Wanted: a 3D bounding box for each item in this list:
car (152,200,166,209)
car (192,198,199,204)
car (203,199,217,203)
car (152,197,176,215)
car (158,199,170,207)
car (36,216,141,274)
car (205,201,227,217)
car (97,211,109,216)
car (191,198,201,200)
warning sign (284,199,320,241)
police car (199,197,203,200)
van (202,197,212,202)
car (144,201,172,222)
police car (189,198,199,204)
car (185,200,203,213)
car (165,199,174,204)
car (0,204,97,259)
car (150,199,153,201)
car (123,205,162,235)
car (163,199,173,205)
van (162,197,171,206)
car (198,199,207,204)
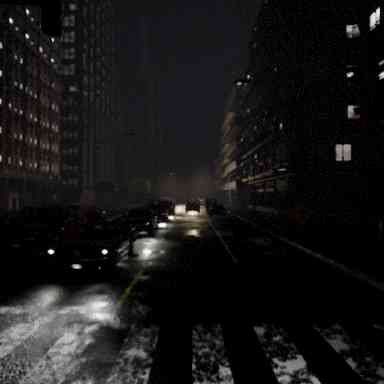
[{"bbox_3d":[-5.697,2.130,57.421,2.008,1.369,4.403,0,-1,0],"label":"car"},{"bbox_3d":[0.894,2.478,91.364,1.812,1.442,4.674,0,-1,0],"label":"car"},{"bbox_3d":[2.686,1.931,41.023,1.752,1.417,4.829,0,-1,0],"label":"car"},{"bbox_3d":[-3.046,1.738,39.102,2.097,1.767,4.553,0,-1,0],"label":"car"},{"bbox_3d":[-5.698,2.249,68.466,2.008,1.369,4.403,0,-1,0],"label":"car"},{"bbox_3d":[-3.090,1.709,11.090,1.895,1.301,4.718,0,-1,-1],"label":"car"},{"bbox_3d":[2.686,1.914,35.330,1.947,1.339,4.313,0,-1,0],"label":"car"},{"bbox_3d":[-5.694,1.750,18.763,1.947,1.339,4.313,0,-1,0],"label":"car"},{"bbox_3d":[-0.004,2.092,52.697,1.994,1.385,4.181,0,-1,0],"label":"car"},{"bbox_3d":[5.067,1.266,15.370,1.300,1.860,1.060,0,-1,0],"label":"warning sign"},{"bbox_3d":[0.895,2.200,75.475,1.930,1.638,5.238,0,-1,0],"label":"police car"},{"bbox_3d":[2.685,1.802,46.378,1.690,1.788,3.998,0,-1,0],"label":"van"},{"bbox_3d":[-3.087,1.814,29.382,1.812,1.442,4.674,0,-1,0],"label":"car"},{"bbox_3d":[0.457,2.309,85.373,1.930,1.638,5.238,0,-1,-8],"label":"police car"},{"bbox_3d":[0.097,2.023,42.604,1.895,1.301,4.718,0,-1,0],"label":"car"},{"bbox_3d":[-5.699,2.447,85.033,1.947,1.339,4.313,0,-1,0],"label":"car"},{"bbox_3d":[-5.693,1.445,13.242,2.192,1.841,5.009,0,-1,0],"label":"car"},{"bbox_3d":[-5.696,2.027,46.376,1.947,1.339,4.313,0,-1,0],"label":"car"},{"bbox_3d":[-3.101,1.724,20.203,1.812,1.442,4.674,0,-1,0],"label":"car"},{"bbox_3d":[-5.698,2.364,79.511,1.887,1.381,4.507,0,-1,0],"label":"car"},{"bbox_3d":[-5.698,2.100,73.990,1.690,1.788,3.998,0,-1,0],"label":"van"},{"bbox_3d":[2.682,2.431,85.034,2.008,1.369,4.403,0,-1,0],"label":"car"}]
